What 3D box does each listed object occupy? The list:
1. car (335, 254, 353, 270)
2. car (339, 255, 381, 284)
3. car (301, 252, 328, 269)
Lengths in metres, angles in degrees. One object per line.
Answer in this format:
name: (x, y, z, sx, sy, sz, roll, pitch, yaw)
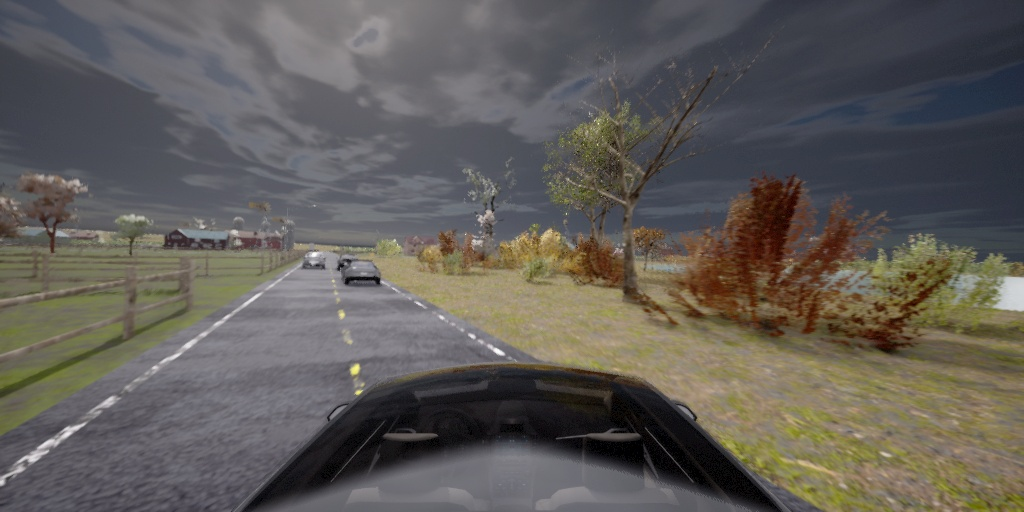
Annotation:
car: (-15.568, 0.548, 34.048, 1.837, 1.490, 4.892, 3, 0, -27)
car: (-9.159, 0.892, 21.758, 1.994, 1.385, 4.181, 3, 0, -27)
car: (-18.380, 0.400, 33.407, 2.128, 1.511, 4.902, 3, 0, -27)
